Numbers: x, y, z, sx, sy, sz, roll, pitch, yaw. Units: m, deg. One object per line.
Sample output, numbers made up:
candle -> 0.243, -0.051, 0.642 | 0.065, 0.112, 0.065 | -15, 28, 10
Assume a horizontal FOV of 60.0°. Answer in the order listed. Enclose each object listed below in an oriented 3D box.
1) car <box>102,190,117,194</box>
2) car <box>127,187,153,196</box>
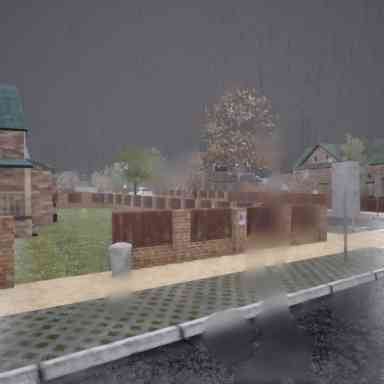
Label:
car -> -15.269, 0.319, 60.955 | 2.128, 1.511, 4.902 | -2, 2, -33
car -> -7.870, 0.294, 50.189 | 2.150, 2.045, 5.566 | -2, 2, -34
